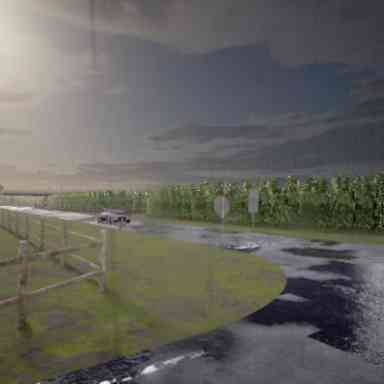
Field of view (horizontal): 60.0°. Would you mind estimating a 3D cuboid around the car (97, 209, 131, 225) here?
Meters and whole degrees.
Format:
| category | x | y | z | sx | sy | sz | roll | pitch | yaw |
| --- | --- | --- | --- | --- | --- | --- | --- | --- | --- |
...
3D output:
| category | x | y | z | sx | sy | sz | roll | pitch | yaw |
| --- | --- | --- | --- | --- | --- | --- | --- | --- | --- |
| car | -7.236 | 2.249 | 30.742 | 1.994 | 1.385 | 4.181 | 2 | -2 | -35 |
